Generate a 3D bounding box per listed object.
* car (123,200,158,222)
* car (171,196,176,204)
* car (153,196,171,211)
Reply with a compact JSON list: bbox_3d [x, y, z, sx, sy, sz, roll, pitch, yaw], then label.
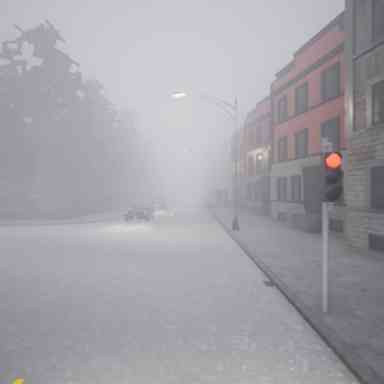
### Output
[{"bbox_3d":[-4.148,1.603,26.549,1.895,1.301,4.718,0,0,0],"label":"car"},{"bbox_3d":[-4.138,1.552,65.437,2.033,1.411,5.357,0,0,0],"label":"car"},{"bbox_3d":[-4.170,1.496,41.934,2.128,1.511,4.902,0,0,0],"label":"car"}]
